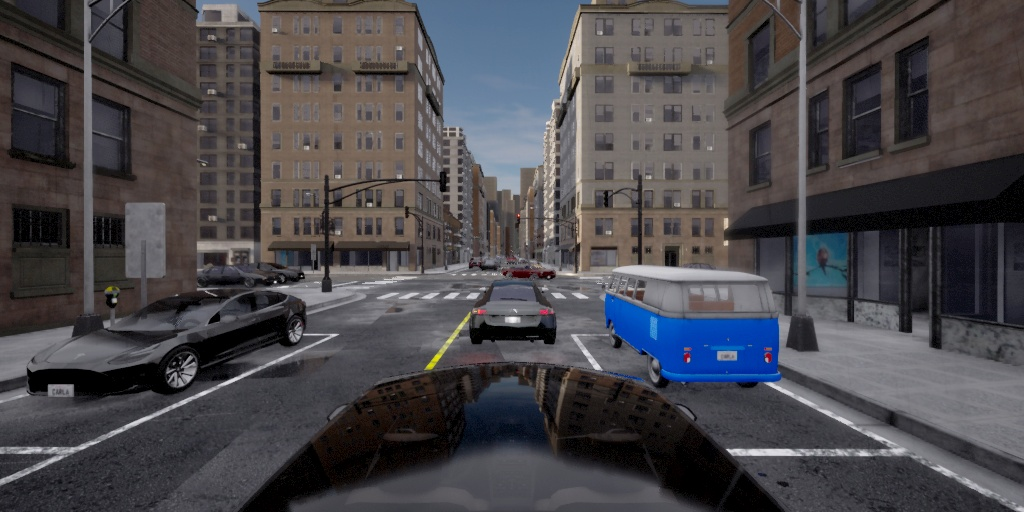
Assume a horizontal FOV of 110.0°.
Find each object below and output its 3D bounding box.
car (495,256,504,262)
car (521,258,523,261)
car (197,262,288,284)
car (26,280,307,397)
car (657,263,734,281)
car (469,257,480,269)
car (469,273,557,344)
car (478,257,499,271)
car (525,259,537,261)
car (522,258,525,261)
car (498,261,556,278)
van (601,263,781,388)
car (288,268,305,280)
[{"bbox_3d":[-3.124,1.222,64.663,2.128,1.511,4.902,0,0,0],"label":"car"},{"bbox_3d":[2.849,1.286,56.870,2.007,1.370,4.403,0,0,0],"label":"car"},{"bbox_3d":[-17.890,1.281,23.065,5.357,1.411,2.033,0,0,0],"label":"car"},{"bbox_3d":[-5.641,1.315,6.674,1.948,1.339,4.313,0,0,0],"label":"car"},{"bbox_3d":[15.233,1.289,29.941,5.357,1.411,2.033,0,0,0],"label":"car"},{"bbox_3d":[-5.676,1.050,56.809,2.192,1.841,5.009,0,0,0],"label":"car"},{"bbox_3d":[0.046,1.314,9.553,1.994,1.385,4.181,0,0,1],"label":"car"},{"bbox_3d":[-3.043,1.218,47.899,1.882,1.535,5.008,0,0,0],"label":"car"},{"bbox_3d":[2.929,1.267,45.988,1.751,1.417,4.829,0,0,0],"label":"car"},{"bbox_3d":[2.890,1.178,51.344,1.967,1.591,4.097,0,0,0],"label":"car"},{"bbox_3d":[1.353,1.348,29.562,1.895,1.301,4.718,0,0,-43],"label":"car"},{"bbox_3d":[2.884,1.090,6.628,1.690,1.789,3.998,0,0,0],"label":"van"},{"bbox_3d":[-17.860,1.230,26.316,4.892,1.490,1.837,0,0,0],"label":"car"}]
